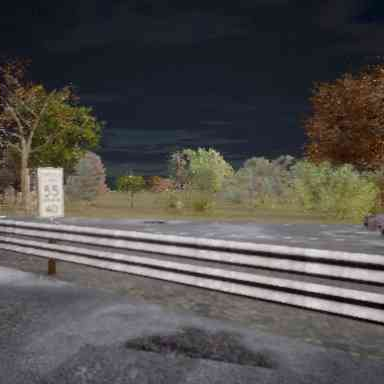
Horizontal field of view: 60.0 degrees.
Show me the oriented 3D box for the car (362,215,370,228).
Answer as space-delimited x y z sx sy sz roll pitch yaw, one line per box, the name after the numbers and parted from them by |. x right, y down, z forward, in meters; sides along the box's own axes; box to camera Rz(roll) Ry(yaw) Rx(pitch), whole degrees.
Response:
13.000 1.737 20.771 4.181 1.385 1.994 0 0 17 | car

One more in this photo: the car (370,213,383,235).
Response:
12.196 1.535 17.358 4.553 1.767 2.097 0 0 17 | car
